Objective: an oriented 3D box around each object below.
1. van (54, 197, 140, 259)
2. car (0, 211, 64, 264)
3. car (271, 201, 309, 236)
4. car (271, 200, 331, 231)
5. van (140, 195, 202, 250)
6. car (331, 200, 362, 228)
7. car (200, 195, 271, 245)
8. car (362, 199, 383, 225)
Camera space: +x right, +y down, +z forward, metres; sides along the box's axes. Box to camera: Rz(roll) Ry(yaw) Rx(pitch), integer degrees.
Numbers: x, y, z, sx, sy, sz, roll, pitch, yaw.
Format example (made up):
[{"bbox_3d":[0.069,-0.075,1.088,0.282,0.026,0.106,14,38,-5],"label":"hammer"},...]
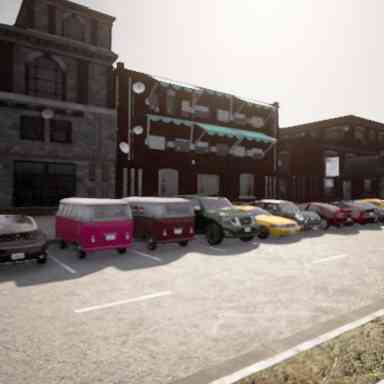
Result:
[{"bbox_3d":[-3.932,1.241,12.734,1.878,1.987,4.442,0,0,-35],"label":"van"},{"bbox_3d":[-6.128,1.477,11.023,2.231,1.521,4.892,-1,0,-35],"label":"car"},{"bbox_3d":[3.041,1.423,17.315,1.946,1.575,5.366,0,0,-35],"label":"car"},{"bbox_3d":[5.079,1.284,19.031,2.185,1.767,4.553,0,0,-35],"label":"car"},{"bbox_3d":[-1.767,1.229,14.268,1.878,1.987,4.442,0,0,-35],"label":"van"},{"bbox_3d":[7.366,1.391,20.612,2.097,1.535,5.008,0,0,-35],"label":"car"},{"bbox_3d":[0.682,1.189,15.828,2.435,2.045,5.566,0,0,-35],"label":"car"},{"bbox_3d":[9.611,1.401,22.252,2.163,1.488,4.792,-1,0,-35],"label":"car"}]
